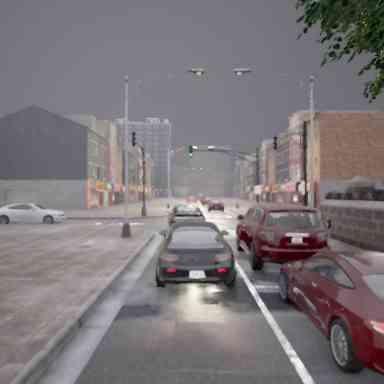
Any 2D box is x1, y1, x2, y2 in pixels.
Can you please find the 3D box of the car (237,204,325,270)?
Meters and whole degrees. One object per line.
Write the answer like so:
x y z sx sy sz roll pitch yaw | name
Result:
2.648 1.293 10.766 2.192 1.841 5.009 1 0 0 | car

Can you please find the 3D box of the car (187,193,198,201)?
-0.003 1.313 67.411 2.097 1.767 4.553 0 0 0 | car

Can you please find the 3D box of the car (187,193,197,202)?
-0.004 1.199 77.714 2.150 2.045 5.566 0 0 0 | car

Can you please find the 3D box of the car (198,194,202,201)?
2.643 1.269 58.946 2.192 1.841 5.009 1 0 0 | car

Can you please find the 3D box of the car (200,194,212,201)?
2.642 1.496 53.509 1.887 1.381 4.507 1 0 0 | car

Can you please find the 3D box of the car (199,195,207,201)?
2.639 1.530 80.696 2.008 1.369 4.403 0 0 0 | car

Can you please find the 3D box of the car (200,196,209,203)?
2.640 1.546 69.821 1.802 1.307 4.206 0 0 0 | car

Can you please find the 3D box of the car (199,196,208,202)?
2.640 1.553 75.259 1.802 1.307 4.206 0 0 0 | car

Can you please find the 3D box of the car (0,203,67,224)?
-10.872 1.454 22.363 4.674 1.442 1.812 0 -1 -1 | car

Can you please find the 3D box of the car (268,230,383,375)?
2.645 1.570 5.318 1.802 1.307 4.206 1 0 0 | car

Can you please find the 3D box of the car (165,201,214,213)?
-0.385 1.457 18.271 2.128 1.511 4.902 0 0 -7 | car

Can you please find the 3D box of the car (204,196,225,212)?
2.643 1.496 37.197 1.887 1.381 4.507 1 0 0 | car

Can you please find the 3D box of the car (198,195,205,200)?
2.638 1.565 91.571 1.947 1.339 4.313 0 0 0 | car

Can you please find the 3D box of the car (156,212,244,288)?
0.060 1.507 9.055 1.812 1.442 4.674 0 0 -1 | car
